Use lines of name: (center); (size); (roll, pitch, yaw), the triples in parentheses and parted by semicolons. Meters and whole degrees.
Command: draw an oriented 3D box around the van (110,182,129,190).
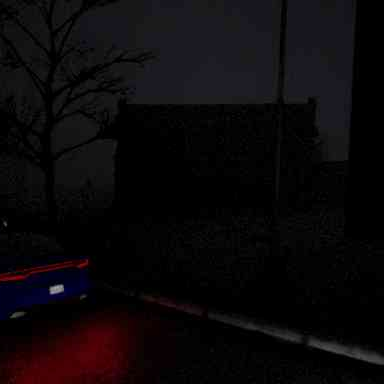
van: (-18.737, -1.573, 85.702); (4.442, 1.987, 1.878); (3, 2, 20)

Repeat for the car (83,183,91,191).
car: (-24.519, -0.901, 70.208); (4.674, 1.452, 2.002); (3, 2, 20)

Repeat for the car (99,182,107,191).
car: (-22.636, -1.071, 75.394); (4.892, 1.521, 2.231); (3, 2, 20)

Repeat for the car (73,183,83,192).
car: (-25.468, -0.878, 67.621); (5.008, 1.535, 2.097); (3, 2, 20)

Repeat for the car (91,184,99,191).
car: (-23.542, -1.129, 72.782); (4.553, 1.767, 2.185); (3, 2, 20)

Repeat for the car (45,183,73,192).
car: (-26.375, -0.942, 65.009); (4.553, 1.767, 2.185); (3, 2, 20)

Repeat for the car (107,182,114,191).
car: (-20.760, -1.464, 80.570); (5.566, 2.045, 2.435); (3, 2, 20)

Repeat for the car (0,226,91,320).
car: (-4.217, 1.472, 7.148); (5.008, 1.535, 1.882); (1, 0, 38)
